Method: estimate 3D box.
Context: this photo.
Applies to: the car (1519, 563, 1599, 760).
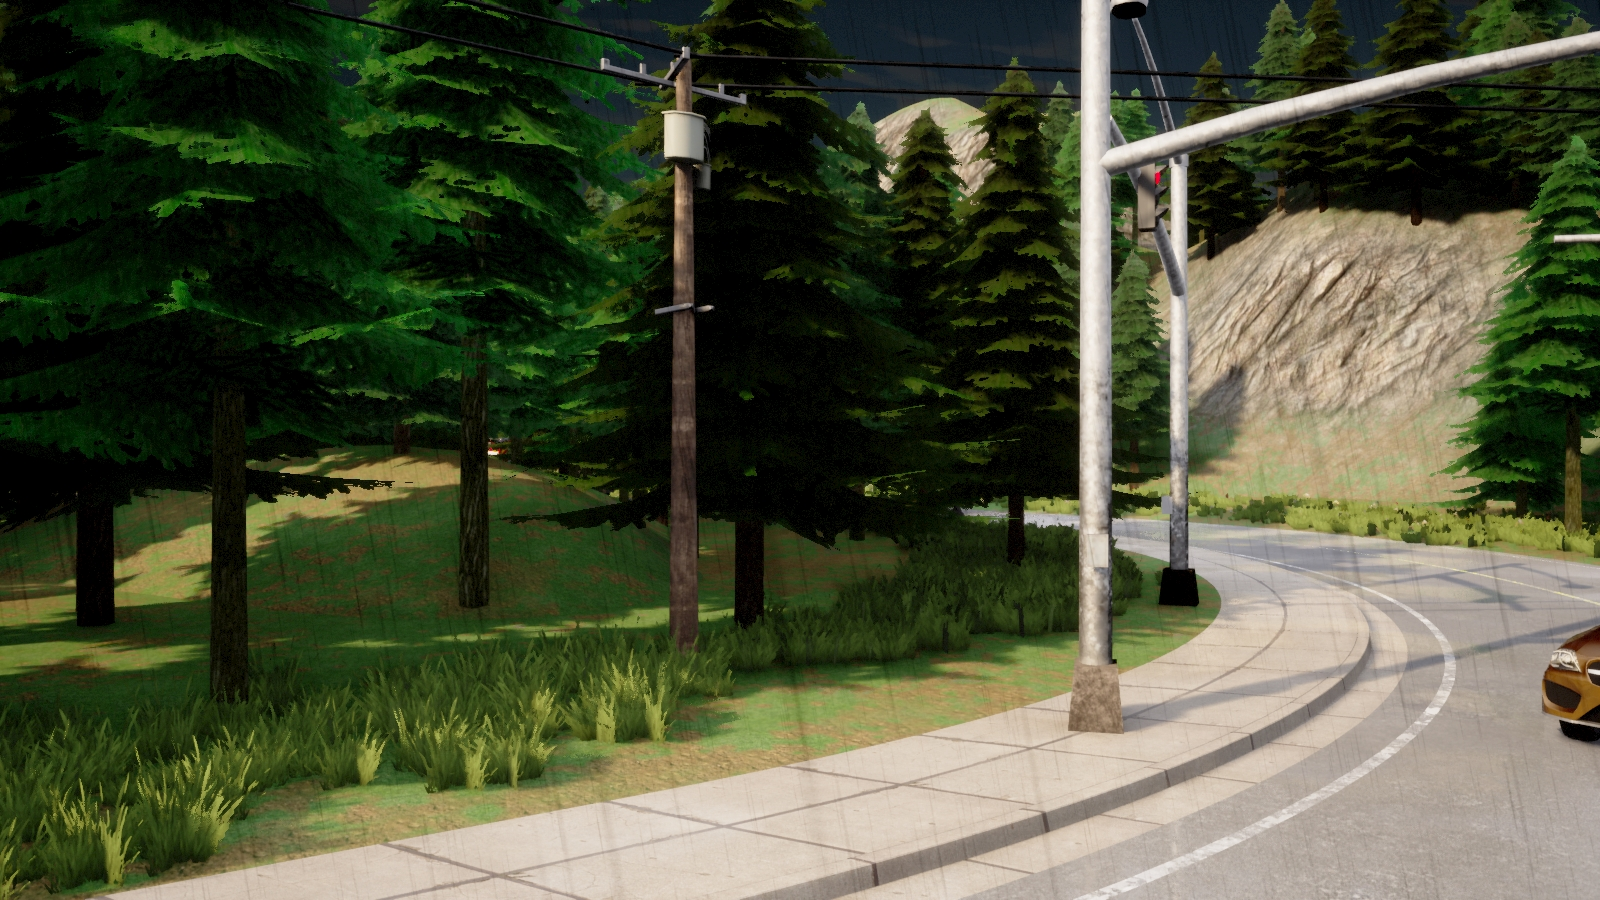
[{"bbox_3d":[9.577,1.970,11.147,5.027,1.651,2.152,0,0,-29],"label":"car"}]
